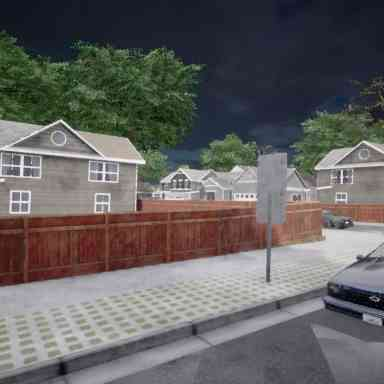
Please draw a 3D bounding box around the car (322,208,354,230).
[{"bbox_3d":[8.272,1.714,21.828,1.994,1.385,4.181,3,-2,-36],"label":"car"}]

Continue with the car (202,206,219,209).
[{"bbox_3d":[1.966,1.884,30.738,1.895,1.301,4.718,2,-2,-36],"label":"car"}]

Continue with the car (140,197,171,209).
[{"bbox_3d":[-4.428,1.618,39.405,2.150,2.045,5.566,3,-2,-37],"label":"car"}]

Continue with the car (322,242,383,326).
[{"bbox_3d":[4.834,1.559,6.713,5.357,1.411,2.033,0,0,-38],"label":"car"}]
